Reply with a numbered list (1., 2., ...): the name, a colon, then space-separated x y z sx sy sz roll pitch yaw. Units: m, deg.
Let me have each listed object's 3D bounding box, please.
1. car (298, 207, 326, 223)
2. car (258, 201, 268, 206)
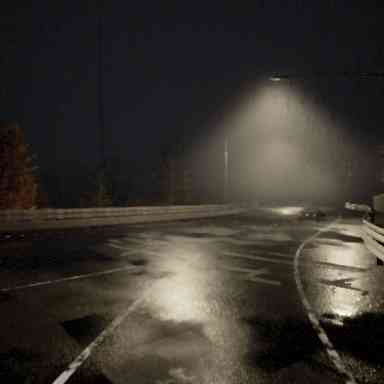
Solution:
1. car: 11.474 2.133 31.782 2.033 1.411 5.357 0 -1 29
2. car: 19.686 3.054 91.879 1.994 1.385 4.181 1 -1 -3
